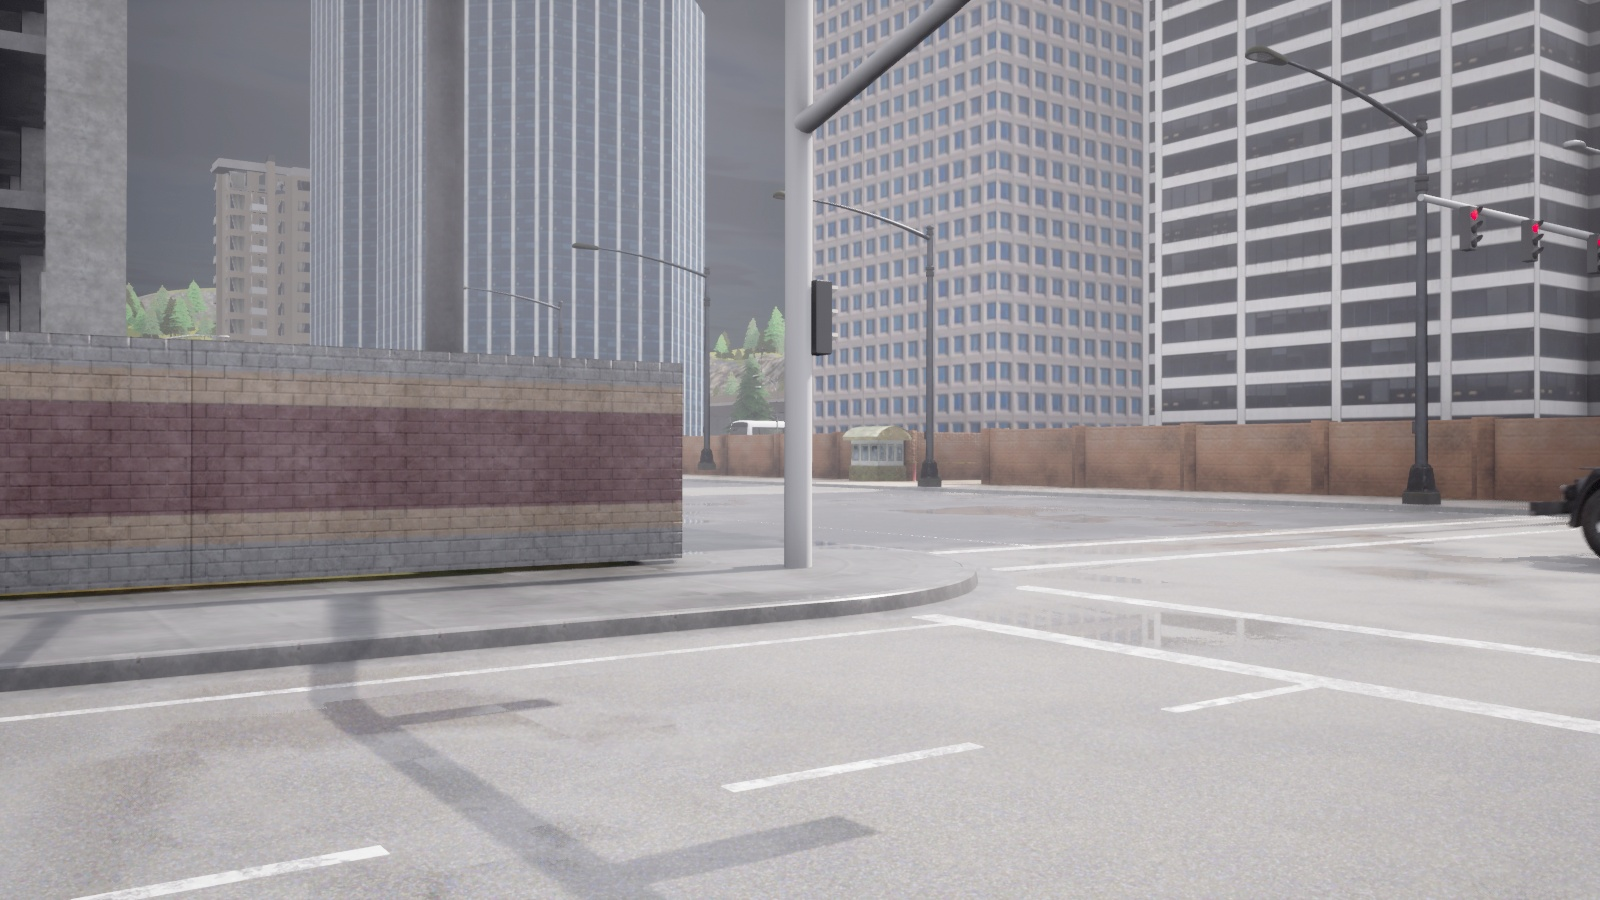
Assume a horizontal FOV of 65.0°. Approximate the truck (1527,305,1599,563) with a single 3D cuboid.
[{"bbox_3d":[13.646,-0.229,15.175,2.891,3.462,7.936,0,0,-35],"label":"truck"}]
